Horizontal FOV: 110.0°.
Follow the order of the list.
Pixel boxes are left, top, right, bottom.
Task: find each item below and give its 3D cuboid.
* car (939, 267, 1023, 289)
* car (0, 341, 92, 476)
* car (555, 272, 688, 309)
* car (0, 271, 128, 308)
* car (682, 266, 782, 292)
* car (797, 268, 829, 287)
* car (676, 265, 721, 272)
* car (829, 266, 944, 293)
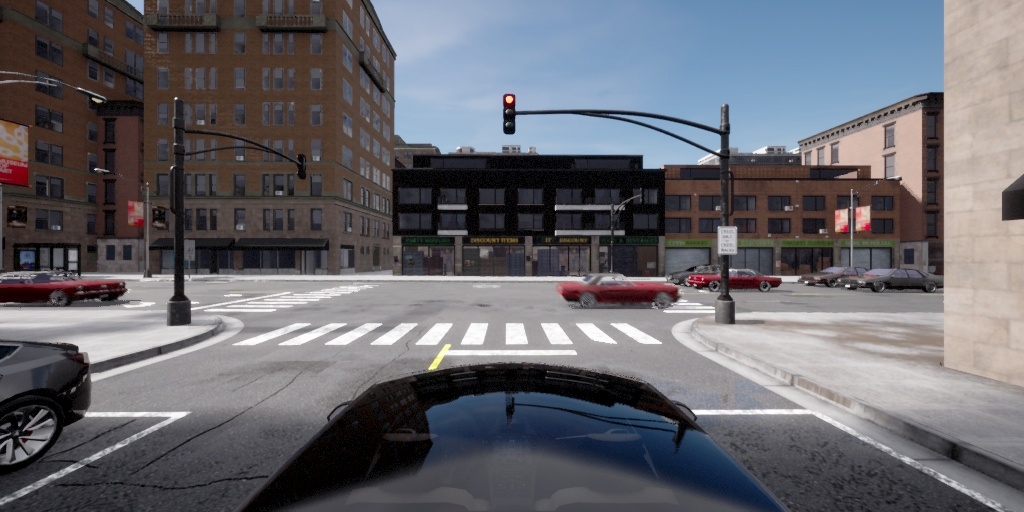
[{"bbox_3d":[32.829,1.492,24.831,4.181,1.385,1.994,0,0,-1],"label":"car"},{"bbox_3d":[-5.388,1.316,2.073,1.948,1.339,4.313,0,0,-1],"label":"car"},{"bbox_3d":[4.209,1.378,14.501,4.718,1.301,1.895,0,0,-1],"label":"car"},{"bbox_3d":[-18.396,1.269,14.196,4.718,1.301,1.895,0,0,-1],"label":"car"},{"bbox_3d":[13.071,1.424,21.323,4.718,1.301,1.895,0,0,-1],"label":"car"},{"bbox_3d":[22.905,1.422,24.707,5.357,1.411,2.033,0,0,-1],"label":"car"},{"bbox_3d":[13.161,1.329,24.573,4.892,1.490,1.837,0,0,-1],"label":"car"},{"bbox_3d":[22.718,1.421,21.451,5.357,1.411,2.033,0,0,-1],"label":"car"}]
